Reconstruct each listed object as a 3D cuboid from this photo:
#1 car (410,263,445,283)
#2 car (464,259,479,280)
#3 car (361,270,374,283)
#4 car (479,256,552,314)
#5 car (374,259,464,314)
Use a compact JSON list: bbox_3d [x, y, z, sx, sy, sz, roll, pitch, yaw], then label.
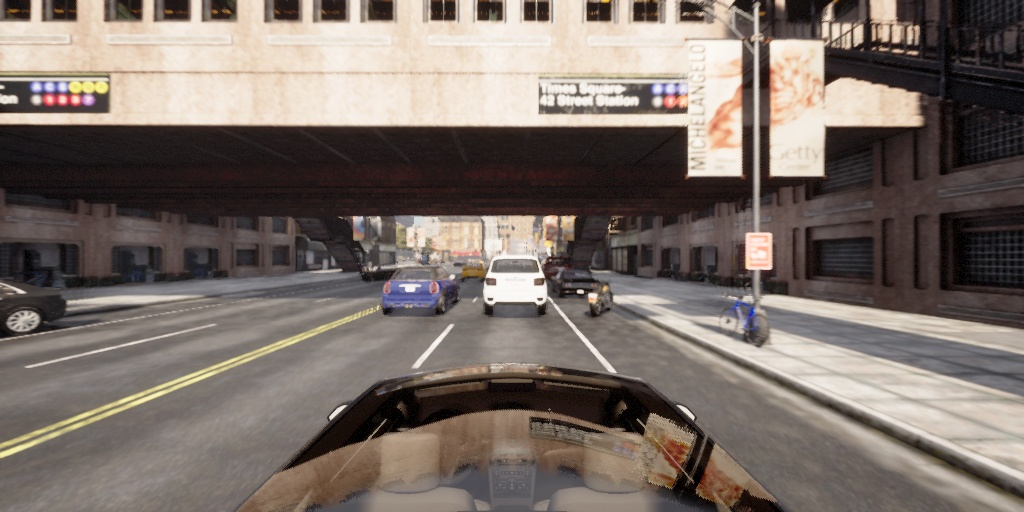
[{"bbox_3d":[-6.978,1.356,30.070,1.812,1.442,4.674,0,0,0],"label":"car"},{"bbox_3d":[-3.287,1.314,32.107,1.882,1.535,5.008,0,0,0],"label":"car"},{"bbox_3d":[-10.479,1.429,29.150,1.895,1.301,4.718,0,0,0],"label":"car"},{"bbox_3d":[0.128,1.007,14.143,2.150,2.045,5.566,0,0,0],"label":"car"},{"bbox_3d":[-3.371,1.137,14.047,2.097,1.767,4.553,0,0,0],"label":"car"}]
